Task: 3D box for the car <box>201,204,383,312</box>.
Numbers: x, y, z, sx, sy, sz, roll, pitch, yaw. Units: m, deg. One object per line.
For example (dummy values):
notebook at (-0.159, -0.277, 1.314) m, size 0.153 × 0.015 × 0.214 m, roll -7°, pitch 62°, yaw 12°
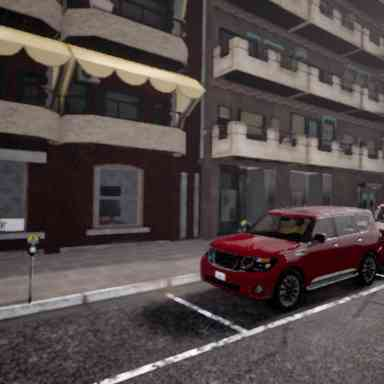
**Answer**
car at (2.604, 1.309, 7.932) m, size 5.009 × 1.841 × 2.192 m, roll 0°, pitch 1°, yaw -35°
